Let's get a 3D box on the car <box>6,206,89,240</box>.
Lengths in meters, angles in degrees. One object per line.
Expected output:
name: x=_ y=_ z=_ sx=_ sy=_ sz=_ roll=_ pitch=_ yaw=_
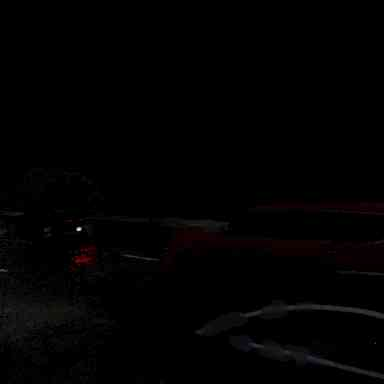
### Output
car: x=-7.390 y=1.491 z=16.857 sx=4.892 sy=1.490 sz=1.837 roll=0 pitch=0 yaw=31

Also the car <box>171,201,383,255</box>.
car: x=1.967 y=1.212 z=6.775 sx=5.566 sy=2.045 sz=2.150 roll=0 pitch=0 yaw=35

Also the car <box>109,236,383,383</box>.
car: x=1.332 y=1.487 z=2.928 sx=4.902 sy=1.511 sz=2.128 roll=0 pitch=0 yaw=35
